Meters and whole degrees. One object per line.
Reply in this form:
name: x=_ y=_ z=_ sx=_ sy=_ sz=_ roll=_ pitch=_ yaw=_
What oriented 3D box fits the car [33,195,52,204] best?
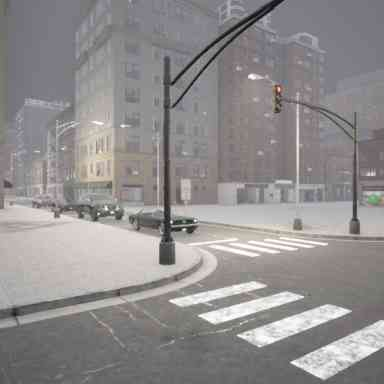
car: x=-25.423 y=1.270 z=56.545 sx=2.033 sy=1.411 sz=5.357 roll=0 pitch=0 yaw=-35

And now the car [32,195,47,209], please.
car: x=-19.078 y=1.140 z=42.648 sx=2.097 sy=1.767 sz=4.553 roll=0 pitch=0 yaw=-35

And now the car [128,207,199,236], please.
car: x=-1.661 y=1.527 z=18.151 sx=1.895 sy=1.301 sz=4.718 roll=0 pitch=0 yaw=-36

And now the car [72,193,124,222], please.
car: x=-7.304 y=1.102 z=26.054 sx=2.150 sy=2.045 sz=5.566 roll=0 pitch=0 yaw=-35

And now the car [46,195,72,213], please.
car: x=-13.175 y=1.311 z=34.312 sx=1.882 sy=1.535 sz=5.008 roll=0 pitch=0 yaw=-36
